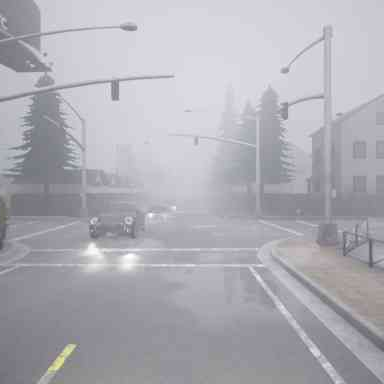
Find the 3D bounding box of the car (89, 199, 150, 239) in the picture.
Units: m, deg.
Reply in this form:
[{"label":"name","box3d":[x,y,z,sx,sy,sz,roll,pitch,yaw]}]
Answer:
[{"label":"car","box3d":[-3.652,1.290,16.930,2.097,1.767,4.553,-1,0,0]}]

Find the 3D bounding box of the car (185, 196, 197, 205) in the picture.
[{"label":"car","box3d":[-0.100,1.491,59.300,2.128,1.511,4.902,0,0,0]}]

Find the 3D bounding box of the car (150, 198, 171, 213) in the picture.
[{"label":"car","box3d":[-3.660,1.525,37.271,1.812,1.442,4.674,0,0,0]}]

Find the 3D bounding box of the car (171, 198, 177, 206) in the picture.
[{"label":"car","box3d":[-3.627,1.601,55.740,1.895,1.301,4.718,0,0,0]}]
